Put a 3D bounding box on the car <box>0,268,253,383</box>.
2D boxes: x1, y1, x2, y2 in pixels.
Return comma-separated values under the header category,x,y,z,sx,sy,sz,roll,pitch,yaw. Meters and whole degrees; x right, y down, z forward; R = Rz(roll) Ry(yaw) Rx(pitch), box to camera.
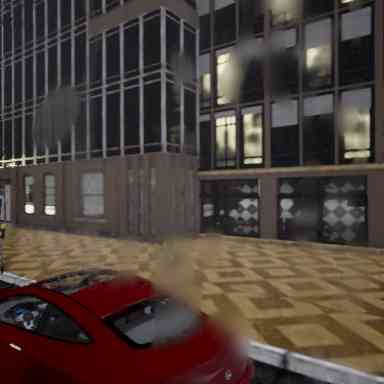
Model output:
category,x,y,z,sx,sy,sz,roll,pitch,yaw
car,-1.370,1.583,3.845,4.206,1.307,1.802,0,0,35
